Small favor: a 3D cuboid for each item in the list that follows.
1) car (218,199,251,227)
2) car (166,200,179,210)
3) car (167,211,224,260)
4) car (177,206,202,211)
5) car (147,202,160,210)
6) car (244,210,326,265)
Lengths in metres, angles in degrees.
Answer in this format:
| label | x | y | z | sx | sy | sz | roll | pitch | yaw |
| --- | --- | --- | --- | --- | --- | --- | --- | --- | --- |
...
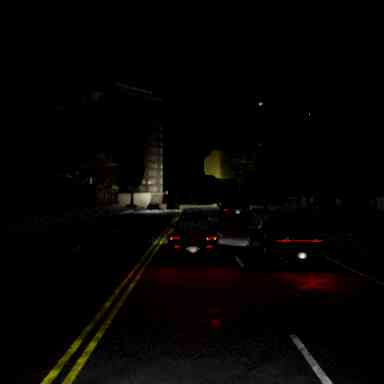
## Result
| label | x | y | z | sx | sy | sz | roll | pitch | yaw |
| --- | --- | --- | --- | --- | --- | --- | --- | --- | --- |
| car | 3.287 | 1.554 | 26.158 | 2.150 | 2.045 | 5.566 | 0 | -1 | 1 |
| car | -3.306 | 2.175 | 56.806 | 2.097 | 1.767 | 4.553 | 0 | -1 | 0 |
| car | 0.052 | 1.680 | 12.971 | 1.812 | 1.442 | 4.674 | 0 | 0 | 0 |
| car | 0.044 | 1.939 | 26.689 | 1.895 | 1.301 | 4.718 | 0 | -1 | 1 |
| car | -6.554 | 2.421 | 56.694 | 1.895 | 1.301 | 4.718 | 0 | -1 | 0 |
| car | 3.298 | 1.652 | 12.291 | 1.837 | 1.490 | 4.892 | 0 | 0 | 1 |
